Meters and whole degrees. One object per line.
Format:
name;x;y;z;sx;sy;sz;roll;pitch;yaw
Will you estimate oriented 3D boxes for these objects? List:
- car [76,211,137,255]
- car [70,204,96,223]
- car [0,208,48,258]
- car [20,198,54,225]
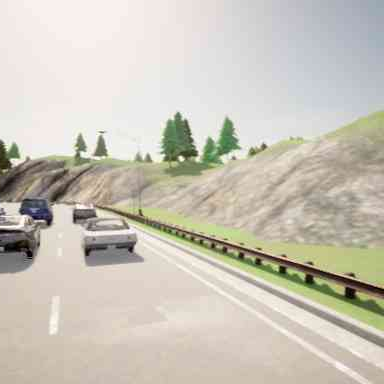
car;-3.663;1.705;13.947;1.895;1.301;4.718;0;0;-21
car;-9.184;1.723;28.175;2.128;1.511;4.902;0;0;-21
car;-7.016;1.627;12.923;2.128;1.511;4.902;0;0;-21
car;-12.126;1.475;26.045;2.150;2.045;5.566;-1;0;-21
